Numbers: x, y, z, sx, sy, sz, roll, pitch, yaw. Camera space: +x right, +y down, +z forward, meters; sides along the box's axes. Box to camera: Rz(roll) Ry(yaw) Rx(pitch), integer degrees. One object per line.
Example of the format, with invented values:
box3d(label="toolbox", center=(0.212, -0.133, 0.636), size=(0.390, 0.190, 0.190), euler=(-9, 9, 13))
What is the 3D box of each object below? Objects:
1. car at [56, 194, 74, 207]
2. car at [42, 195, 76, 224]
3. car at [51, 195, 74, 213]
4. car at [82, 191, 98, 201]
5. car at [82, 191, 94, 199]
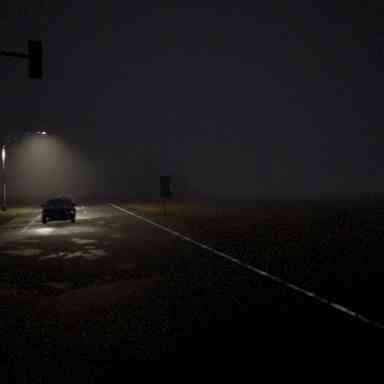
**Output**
box3d(label="car", center=(-15.496, 0.989, 40.880), size=(1.895, 1.301, 4.718), euler=(-1, 1, -19))
box3d(label="car", center=(-8.840, 1.156, 22.242), size=(1.882, 1.535, 5.008), euler=(-1, 1, -19))
box3d(label="car", center=(-12.170, 1.061, 31.525), size=(1.812, 1.442, 4.674), euler=(-1, 1, -19))
box3d(label="car", center=(-16.226, 0.622, 53.362), size=(1.882, 1.535, 5.008), euler=(-1, 1, -20))
box3d(label="car", center=(-19.505, 0.558, 62.477), size=(1.994, 1.385, 4.181), euler=(-1, 1, -20))
